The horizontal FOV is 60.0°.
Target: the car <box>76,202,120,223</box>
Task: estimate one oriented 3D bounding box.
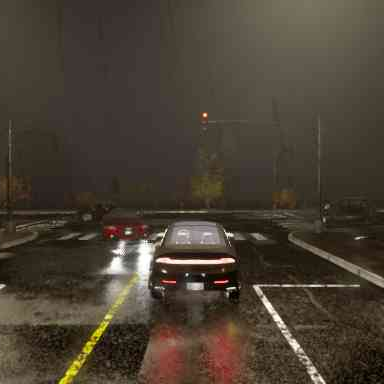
[{"bbox_3d":[-6.266,1.501,25.319,4.892,1.490,1.837,-1,0,1],"label":"car"}]

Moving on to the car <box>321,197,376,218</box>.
[{"bbox_3d":[13.144,1.232,28.529,4.553,1.767,2.097,0,1,-1],"label":"car"}]

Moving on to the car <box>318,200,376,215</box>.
[{"bbox_3d":[14.749,1.429,31.811,4.718,1.301,1.895,0,1,-2],"label":"car"}]

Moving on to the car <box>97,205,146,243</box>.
[{"bbox_3d":[-3.351,1.559,16.197,1.994,1.385,4.181,1,0,-19],"label":"car"}]

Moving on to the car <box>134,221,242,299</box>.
[{"bbox_3d":[0.083,1.489,8.425,2.128,1.511,4.902,0,0,1],"label":"car"}]
